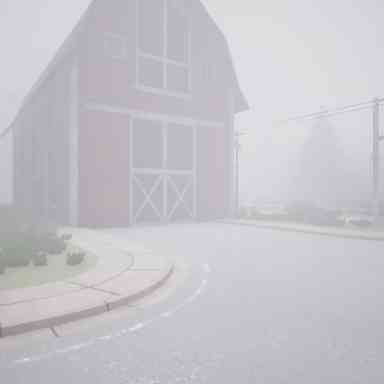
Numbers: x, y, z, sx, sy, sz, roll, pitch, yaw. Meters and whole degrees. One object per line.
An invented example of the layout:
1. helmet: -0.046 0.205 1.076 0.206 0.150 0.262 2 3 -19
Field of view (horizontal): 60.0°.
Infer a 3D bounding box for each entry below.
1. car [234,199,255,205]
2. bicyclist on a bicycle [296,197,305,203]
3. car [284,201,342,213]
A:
1. car: 5.500 1.552 38.464 1.812 1.442 4.674 0 0 -34
2. bicyclist on a bicycle: 13.256 1.322 40.202 1.656 1.620 0.582 46 -25 -24
3. car: 10.928 1.574 30.579 2.033 1.411 5.357 0 0 -35
